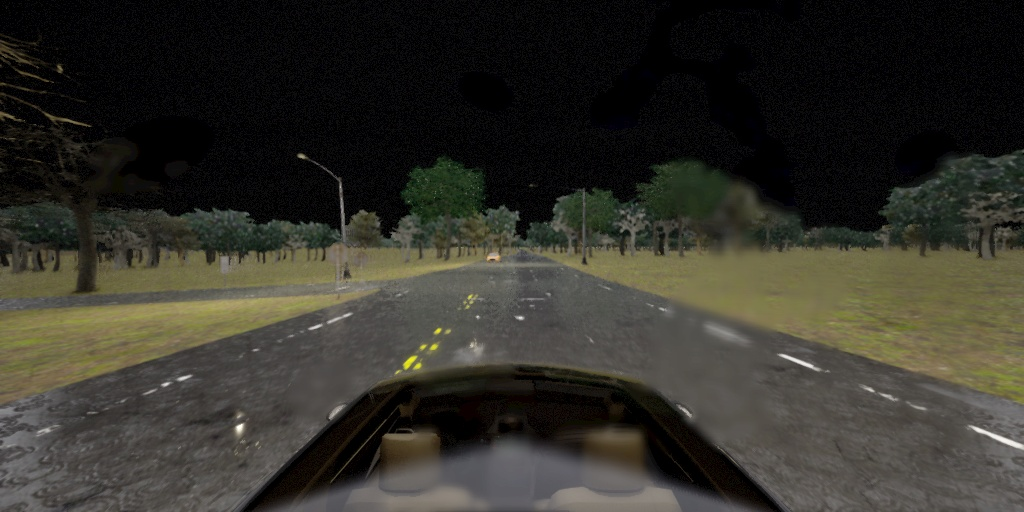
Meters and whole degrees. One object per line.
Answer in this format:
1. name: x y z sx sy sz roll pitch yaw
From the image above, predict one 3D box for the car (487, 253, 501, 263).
1. car: -2.756 0.286 55.086 1.882 1.535 5.008 0 1 2
